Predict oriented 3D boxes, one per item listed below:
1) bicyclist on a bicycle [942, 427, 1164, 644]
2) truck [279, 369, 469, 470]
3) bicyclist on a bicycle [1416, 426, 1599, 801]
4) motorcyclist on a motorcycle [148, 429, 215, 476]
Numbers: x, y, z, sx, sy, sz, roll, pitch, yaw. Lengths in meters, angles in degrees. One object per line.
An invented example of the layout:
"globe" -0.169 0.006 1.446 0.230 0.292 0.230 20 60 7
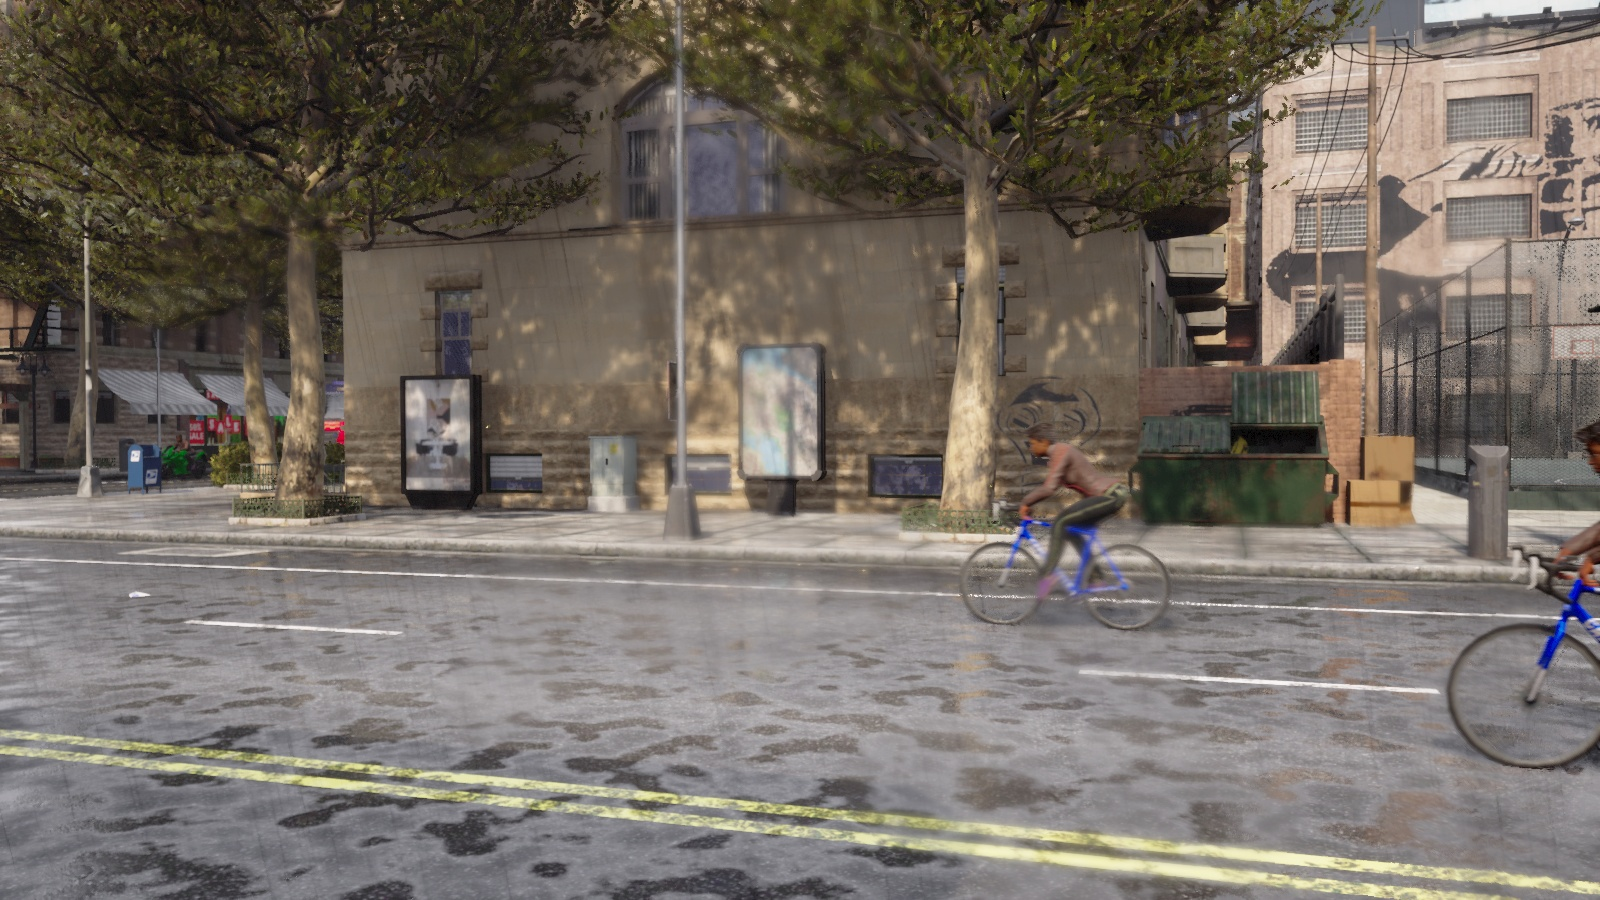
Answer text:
"bicyclist on a bicycle" 1.994 0.629 9.904 1.656 1.620 0.582 0 1 19
"truck" -17.375 -1.230 52.010 2.891 3.827 8.468 1 1 19
"bicyclist on a bicycle" 3.726 0.703 5.633 1.656 1.620 0.582 0 1 19
"motorcyclist on a motorcycle" -20.733 0.064 42.158 0.797 1.523 2.044 1 1 19
